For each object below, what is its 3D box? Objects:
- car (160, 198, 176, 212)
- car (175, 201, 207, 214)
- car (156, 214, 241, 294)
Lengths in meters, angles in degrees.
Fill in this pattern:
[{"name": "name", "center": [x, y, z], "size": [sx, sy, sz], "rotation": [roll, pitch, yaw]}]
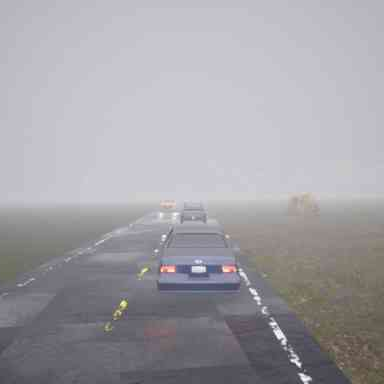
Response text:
[{"name": "car", "center": [-2.710, 1.513, 40.004], "size": [1.882, 1.535, 5.008], "rotation": [0, 0, 0]}, {"name": "car", "center": [0.100, 1.498, 24.427], "size": [2.128, 1.511, 4.902], "rotation": [0, 0, 0]}, {"name": "car", "center": [0.113, 1.549, 8.962], "size": [2.033, 1.411, 5.357], "rotation": [0, 0, 0]}]
